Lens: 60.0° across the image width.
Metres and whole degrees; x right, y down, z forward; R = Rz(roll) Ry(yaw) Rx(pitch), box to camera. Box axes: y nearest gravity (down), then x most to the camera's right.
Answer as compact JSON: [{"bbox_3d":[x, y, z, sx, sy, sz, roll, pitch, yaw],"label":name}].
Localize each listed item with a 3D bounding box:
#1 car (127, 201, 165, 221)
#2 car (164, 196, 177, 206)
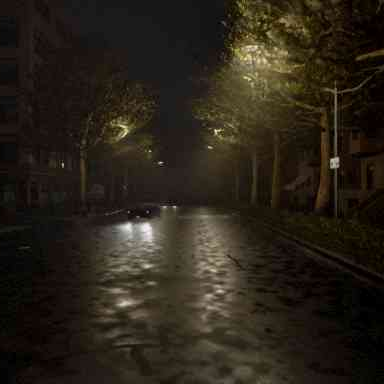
[{"bbox_3d":[-3.857,1.599,27.486,1.895,1.301,4.718,0,0,6],"label":"car"},{"bbox_3d":[-3.504,1.503,54.766,1.837,1.490,4.892,0,-1,0],"label":"car"}]
